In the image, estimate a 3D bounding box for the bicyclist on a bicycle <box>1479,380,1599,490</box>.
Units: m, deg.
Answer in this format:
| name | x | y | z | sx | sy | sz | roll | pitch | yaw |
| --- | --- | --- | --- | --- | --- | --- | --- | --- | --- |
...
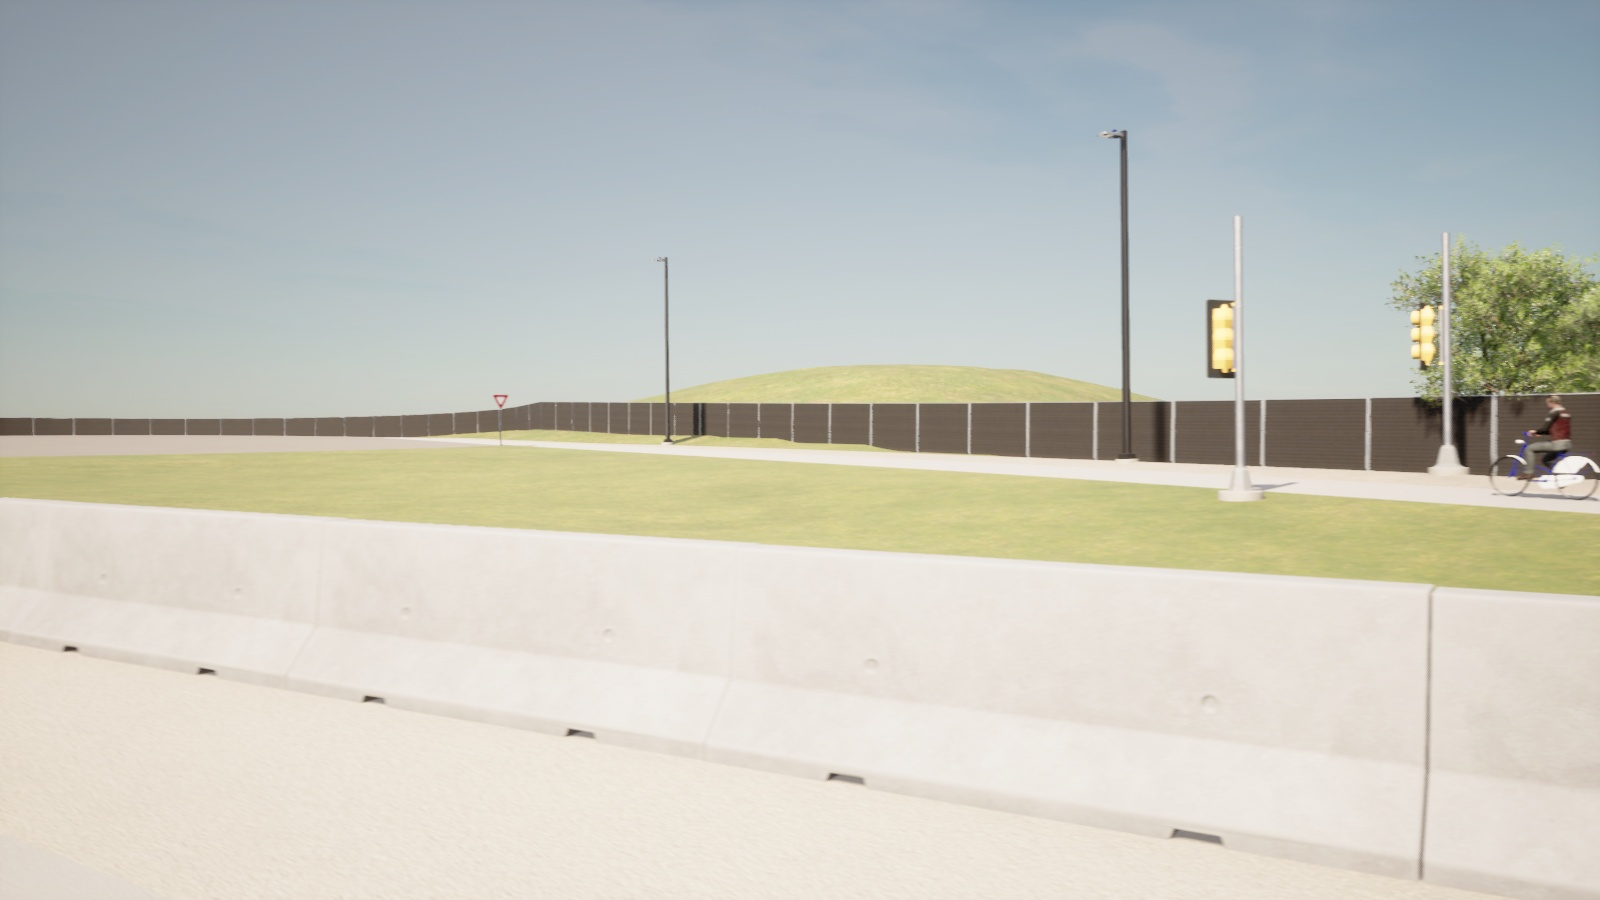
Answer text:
| name | x | y | z | sx | sy | sz | roll | pitch | yaw |
| --- | --- | --- | --- | --- | --- | --- | --- | --- | --- |
| bicyclist on a bicycle | 12.632 | -0.269 | 21.362 | 0.659 | 1.776 | 1.843 | -2 | 2 | -29 |
